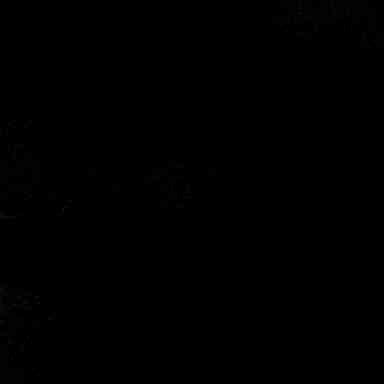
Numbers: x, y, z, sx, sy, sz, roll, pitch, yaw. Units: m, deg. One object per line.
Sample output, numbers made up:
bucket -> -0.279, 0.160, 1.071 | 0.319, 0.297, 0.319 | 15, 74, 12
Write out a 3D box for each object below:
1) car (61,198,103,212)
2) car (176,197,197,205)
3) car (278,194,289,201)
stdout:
car -> -12.175, 1.492, 37.171 | 1.837, 1.490, 4.892 | 0, 0, 36
car -> -0.973, 1.578, 57.504 | 1.994, 1.385, 4.181 | 0, 0, 36
car -> 24.450, 1.368, 88.225 | 2.097, 1.767, 4.553 | 0, 0, 36
